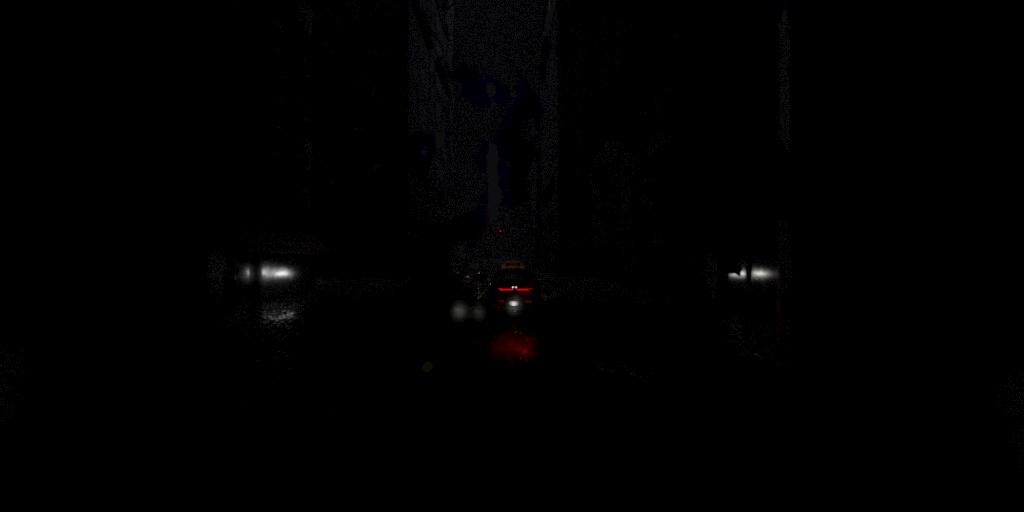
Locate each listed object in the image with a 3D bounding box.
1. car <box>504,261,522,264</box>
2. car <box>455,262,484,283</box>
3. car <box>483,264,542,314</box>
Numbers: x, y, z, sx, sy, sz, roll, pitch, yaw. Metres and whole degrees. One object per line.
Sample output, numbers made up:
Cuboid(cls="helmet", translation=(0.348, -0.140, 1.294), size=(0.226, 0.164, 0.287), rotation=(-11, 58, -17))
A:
Cuboid(cls="car", translation=(0.085, 1.173, 29.915), size=(1.882, 1.535, 5.008), rotation=(0, 0, 0))
Cuboid(cls="car", translation=(-3.107, 1.224, 27.821), size=(1.812, 1.442, 4.674), rotation=(0, 0, 0))
Cuboid(cls="car", translation=(0.089, 1.231, 13.576), size=(1.837, 1.490, 4.892), rotation=(0, 0, 0))
